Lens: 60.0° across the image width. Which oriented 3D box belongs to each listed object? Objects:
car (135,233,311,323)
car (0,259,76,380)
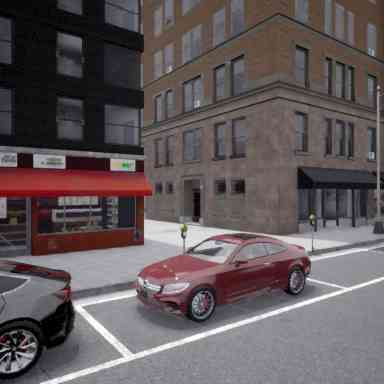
[{"bbox_3d":[0.851,1.582,7.137,4.206,1.307,1.802,0,0,-35],"label":"car"},{"bbox_3d":[-3.630,1.566,3.945,4.313,1.339,1.947,0,0,-35],"label":"car"}]
